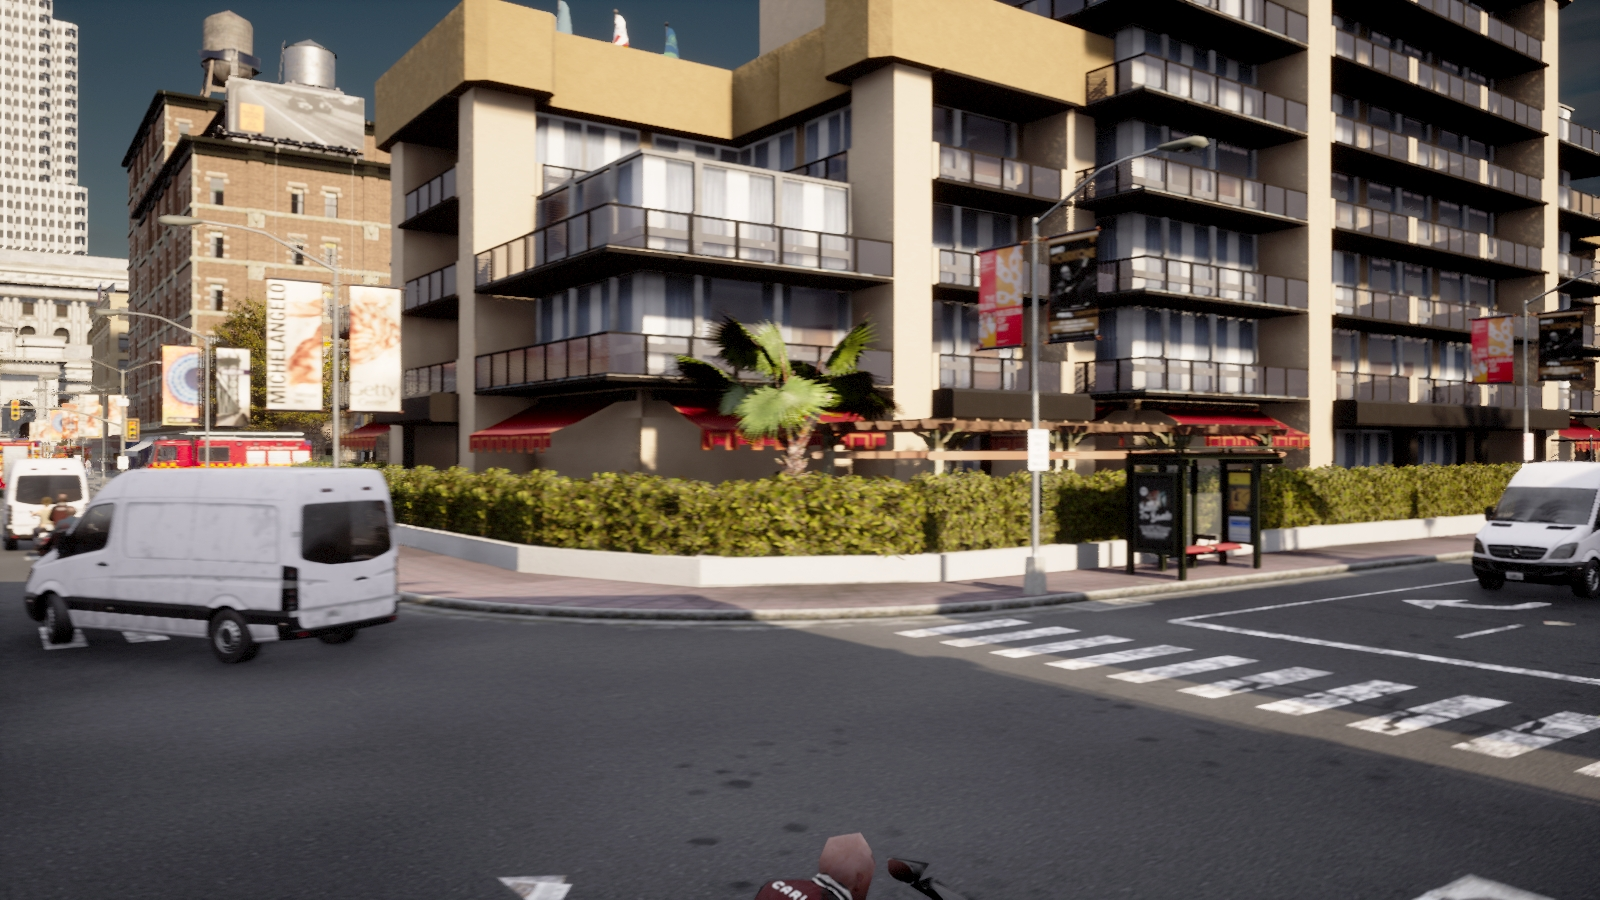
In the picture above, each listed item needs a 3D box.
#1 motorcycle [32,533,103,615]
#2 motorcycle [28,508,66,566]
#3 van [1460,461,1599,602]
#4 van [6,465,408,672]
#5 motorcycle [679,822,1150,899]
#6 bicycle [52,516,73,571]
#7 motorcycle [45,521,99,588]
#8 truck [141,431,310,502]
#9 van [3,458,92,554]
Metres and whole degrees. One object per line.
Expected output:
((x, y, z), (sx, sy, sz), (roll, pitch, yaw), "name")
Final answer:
((-13.273, 2.205, 20.677), (0.867, 1.251, 2.209), (0, 0, -38), "motorcycle")
((-19.014, 2.170, 28.842), (0.764, 1.277, 2.356), (0, 0, -34), "motorcycle")
((16.113, 1.534, 23.605), (5.915, 2.561, 1.988), (0, 0, -35), "van")
((-8.675, 1.534, 16.608), (5.915, 2.561, 1.988), (0, 0, 25), "van")
((0.114, 2.205, 3.858), (2.209, 1.251, 0.867), (0, 0, -35), "motorcycle")
((-17.578, 2.210, 27.225), (0.329, 1.171, 1.835), (0, 0, -36), "bicycle")
((-15.368, 2.182, 24.099), (0.856, 1.236, 1.805), (0, 0, -36), "motorcycle")
((-32.778, 0.891, 65.349), (8.468, 3.827, 2.891), (0, 0, -29), "truck")
((-22.443, 1.534, 33.966), (1.988, 2.561, 5.915), (0, 0, -36), "van")
